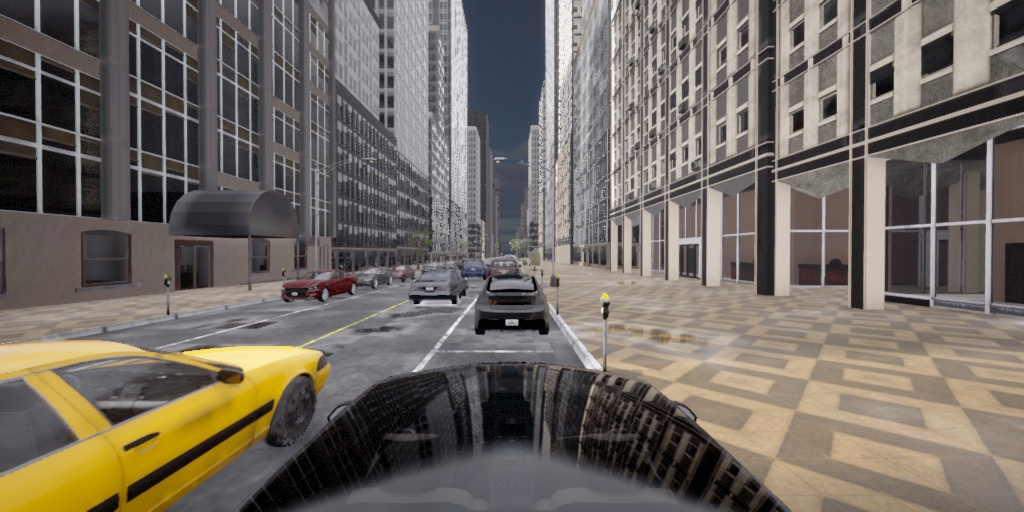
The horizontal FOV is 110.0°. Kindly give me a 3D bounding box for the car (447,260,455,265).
[{"bbox_3d":[-8.837,1.291,50.940,2.007,1.370,4.403,0,0,0],"label":"car"}]

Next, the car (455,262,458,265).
[{"bbox_3d":[-6.151,1.253,48.684,1.837,1.490,4.892,0,0,0],"label":"car"}]

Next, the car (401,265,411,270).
[{"bbox_3d":[-8.837,1.327,28.206,1.802,1.307,4.207,0,0,0],"label":"car"}]

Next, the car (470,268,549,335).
[{"bbox_3d":[-0.001,1.252,10.501,1.837,1.490,4.892,0,0,0],"label":"car"}]

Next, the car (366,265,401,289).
[{"bbox_3d":[-8.838,1.296,22.523,2.007,1.370,4.403,0,0,0],"label":"car"}]

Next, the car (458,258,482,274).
[{"bbox_3d":[-3.145,1.095,31.300,2.097,1.767,4.553,0,0,0],"label":"car"}]

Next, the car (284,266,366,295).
[{"bbox_3d":[-8.837,1.292,16.839,1.888,1.381,4.507,0,0,0],"label":"car"}]

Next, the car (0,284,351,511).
[{"bbox_3d":[-3.146,1.205,2.237,1.801,1.575,5.366,0,0,0],"label":"car"}]

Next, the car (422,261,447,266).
[{"bbox_3d":[-8.837,1.293,39.574,2.007,1.370,4.403,0,0,0],"label":"car"}]

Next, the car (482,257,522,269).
[{"bbox_3d":[-0.457,1.061,22.523,2.192,1.841,5.009,0,0,0],"label":"car"}]

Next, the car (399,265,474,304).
[{"bbox_3d":[-3.145,1.295,16.218,2.033,1.411,5.357,0,0,0],"label":"car"}]
